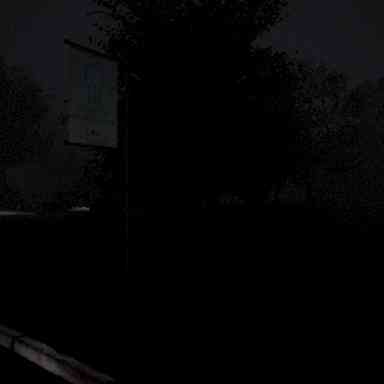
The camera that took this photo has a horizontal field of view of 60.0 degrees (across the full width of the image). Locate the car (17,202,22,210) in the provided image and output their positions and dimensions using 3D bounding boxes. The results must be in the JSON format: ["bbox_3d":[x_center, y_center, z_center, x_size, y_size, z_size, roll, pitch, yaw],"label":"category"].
[{"bbox_3d":[-18.976,1.484,41.176,2.128,1.511,4.902,0,0,39],"label":"car"}]

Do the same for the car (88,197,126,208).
[{"bbox_3d":[-12.522,1.508,49.343,2.033,1.411,5.357,0,0,38],"label":"car"}]

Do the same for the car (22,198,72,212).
[{"bbox_3d":[-16.512,1.470,38.652,1.882,1.535,5.008,0,0,39],"label":"car"}]

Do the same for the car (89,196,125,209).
[{"bbox_3d":[-10.338,1.545,40.467,1.994,1.385,4.181,0,0,38],"label":"car"}]
